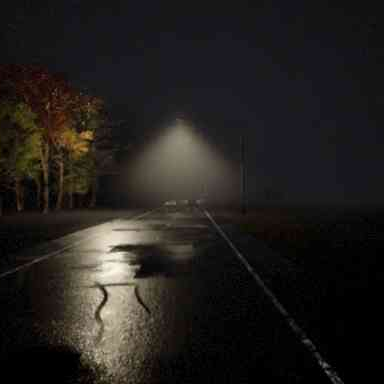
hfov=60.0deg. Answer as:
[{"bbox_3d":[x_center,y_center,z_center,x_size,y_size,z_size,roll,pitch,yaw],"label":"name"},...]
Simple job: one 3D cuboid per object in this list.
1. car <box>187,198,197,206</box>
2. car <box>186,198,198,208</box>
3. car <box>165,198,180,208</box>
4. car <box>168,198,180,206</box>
[{"bbox_3d":[-0.005,1.956,66.531,1.812,1.442,4.674,0,0,0],"label":"car"},{"bbox_3d":[-0.003,1.902,56.492,1.812,1.442,4.674,0,0,0],"label":"car"},{"bbox_3d":[-3.503,1.978,56.555,1.895,1.301,4.718,0,0,0],"label":"car"},{"bbox_3d":[-3.504,1.986,66.532,2.033,1.411,5.357,0,0,0],"label":"car"}]
